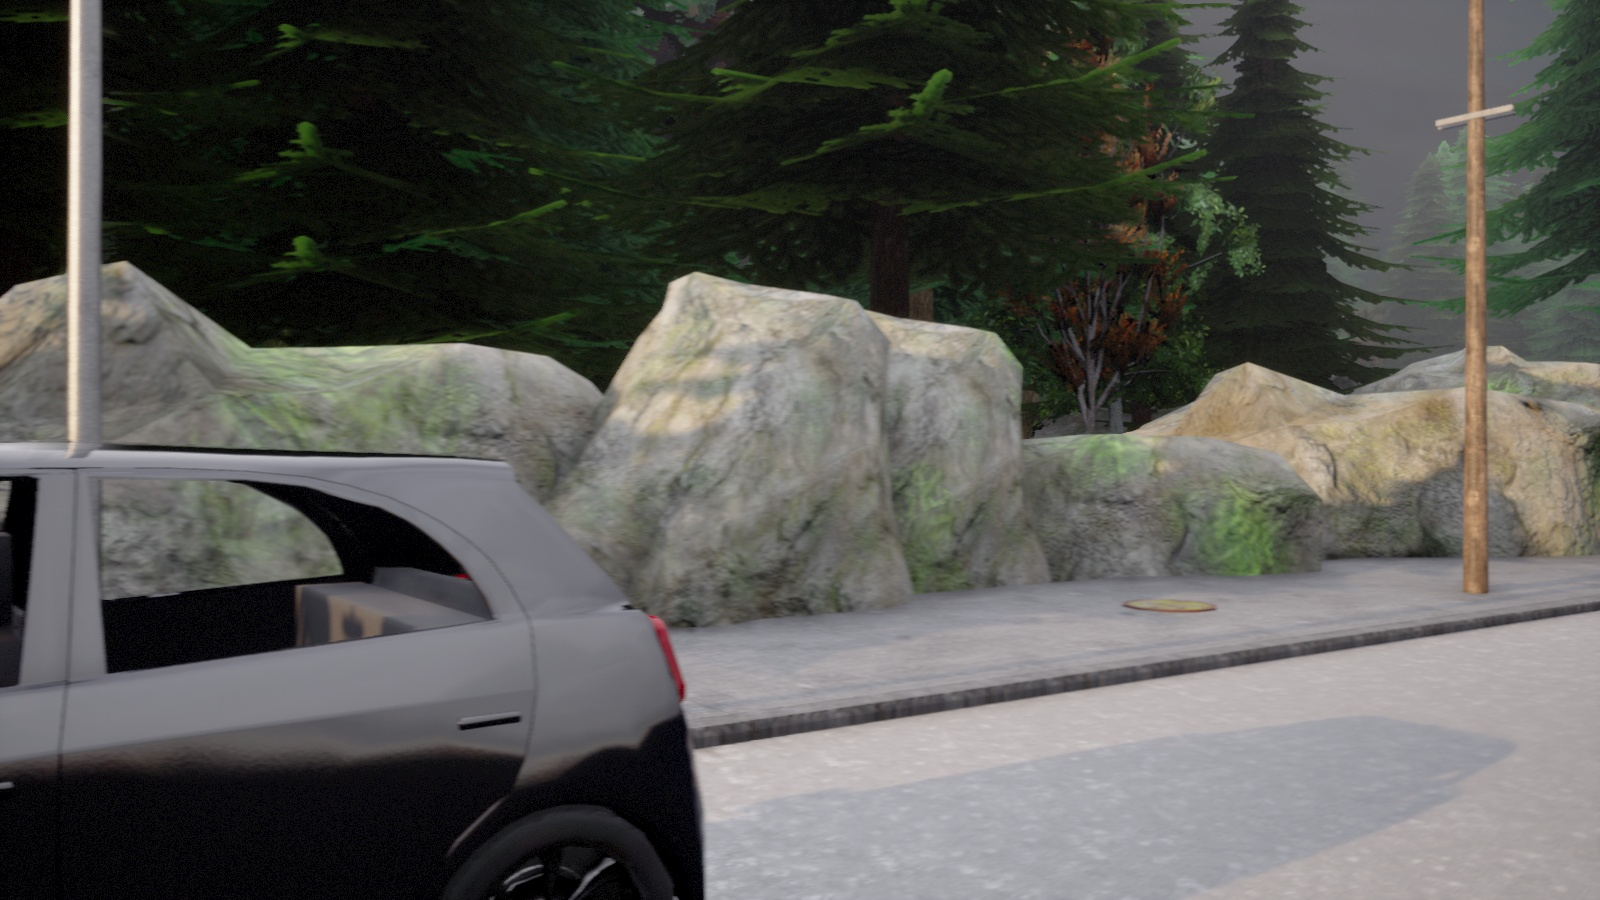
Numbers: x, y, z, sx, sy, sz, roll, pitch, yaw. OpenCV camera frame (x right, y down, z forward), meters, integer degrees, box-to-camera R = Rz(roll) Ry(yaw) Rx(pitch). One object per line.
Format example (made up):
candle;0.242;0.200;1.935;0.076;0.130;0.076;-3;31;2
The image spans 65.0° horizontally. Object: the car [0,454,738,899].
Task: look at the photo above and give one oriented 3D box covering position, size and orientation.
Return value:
car;-2.169;0.769;2.758;3.633;1.501;1.845;0;0;-35
